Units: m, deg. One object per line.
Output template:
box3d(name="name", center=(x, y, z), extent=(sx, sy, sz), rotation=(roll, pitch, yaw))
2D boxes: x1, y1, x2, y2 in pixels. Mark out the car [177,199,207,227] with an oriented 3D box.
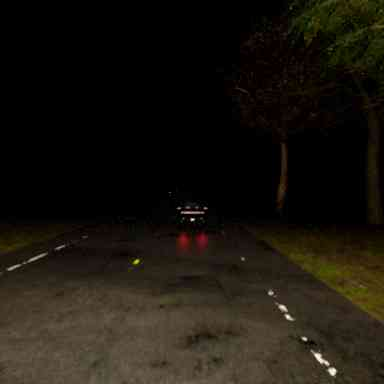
box3d(name="car", center=(0.023, 1.453, 22.604), extent=(2.128, 1.511, 4.902), rotation=(0, 0, 0))
